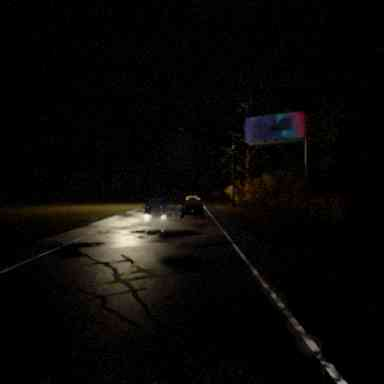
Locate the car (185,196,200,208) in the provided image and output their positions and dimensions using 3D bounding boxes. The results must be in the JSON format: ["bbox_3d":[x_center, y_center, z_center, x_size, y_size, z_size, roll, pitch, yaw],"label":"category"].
[{"bbox_3d":[0.051,1.295,45.155,1.882,1.535,5.008,0,0,0],"label":"car"}]

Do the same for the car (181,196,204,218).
[{"bbox_3d":[0.045,1.361,28.829,1.882,1.535,5.008,0,0,0],"label":"car"}]

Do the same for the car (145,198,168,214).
[{"bbox_3d":[-3.571,1.341,34.061,1.882,1.535,5.008,0,0,0],"label":"car"}]
